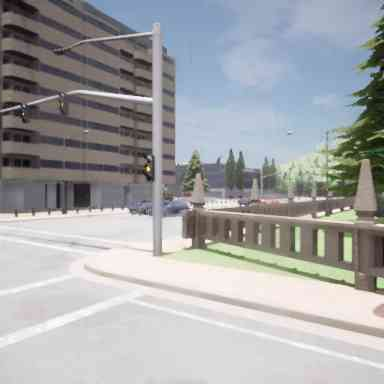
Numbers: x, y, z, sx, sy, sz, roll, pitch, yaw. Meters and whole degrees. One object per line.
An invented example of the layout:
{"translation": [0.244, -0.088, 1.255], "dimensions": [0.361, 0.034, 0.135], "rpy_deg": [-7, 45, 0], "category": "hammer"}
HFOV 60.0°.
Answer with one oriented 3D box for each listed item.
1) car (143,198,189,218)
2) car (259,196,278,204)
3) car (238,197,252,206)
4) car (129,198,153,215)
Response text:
{"translation": [-2.066, 1.575, 31.157], "dimensions": [1.812, 1.442, 4.674], "rpy_deg": [0, 0, 34], "category": "car"}
{"translation": [11.493, 1.401, 50.663], "dimensions": [2.097, 1.767, 4.553], "rpy_deg": [0, 0, 35], "category": "car"}
{"translation": [9.002, 1.556, 53.204], "dimensions": [1.837, 1.490, 4.892], "rpy_deg": [0, -1, 35], "category": "car"}
{"translation": [-4.327, 1.402, 34.070], "dimensions": [2.097, 1.767, 4.553], "rpy_deg": [0, 0, 35], "category": "car"}
